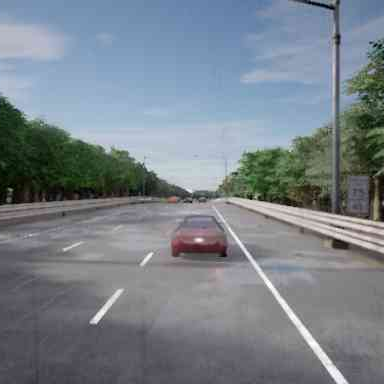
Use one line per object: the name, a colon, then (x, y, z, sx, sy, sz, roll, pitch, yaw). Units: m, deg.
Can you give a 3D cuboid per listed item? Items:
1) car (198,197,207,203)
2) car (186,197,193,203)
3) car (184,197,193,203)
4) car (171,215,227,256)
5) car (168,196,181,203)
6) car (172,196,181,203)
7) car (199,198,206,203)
car: (2.514, 1.996, 79.368, 1.812, 1.442, 4.674, 0, -2, 2)
car: (-0.652, 2.194, 89.490, 1.812, 1.442, 4.674, 0, -2, 2)
car: (-0.984, 2.058, 79.512, 1.895, 1.301, 4.718, 0, -2, 2)
car: (0.304, 1.575, 13.107, 1.994, 1.385, 4.181, 0, 0, 2)
car: (-4.483, 1.807, 79.576, 2.097, 1.767, 4.553, 0, -2, 2)
car: (-4.150, 2.014, 89.581, 2.097, 1.767, 4.553, 0, -2, 2)
car: (2.847, 2.275, 89.401, 1.895, 1.301, 4.718, 0, -2, 2)
